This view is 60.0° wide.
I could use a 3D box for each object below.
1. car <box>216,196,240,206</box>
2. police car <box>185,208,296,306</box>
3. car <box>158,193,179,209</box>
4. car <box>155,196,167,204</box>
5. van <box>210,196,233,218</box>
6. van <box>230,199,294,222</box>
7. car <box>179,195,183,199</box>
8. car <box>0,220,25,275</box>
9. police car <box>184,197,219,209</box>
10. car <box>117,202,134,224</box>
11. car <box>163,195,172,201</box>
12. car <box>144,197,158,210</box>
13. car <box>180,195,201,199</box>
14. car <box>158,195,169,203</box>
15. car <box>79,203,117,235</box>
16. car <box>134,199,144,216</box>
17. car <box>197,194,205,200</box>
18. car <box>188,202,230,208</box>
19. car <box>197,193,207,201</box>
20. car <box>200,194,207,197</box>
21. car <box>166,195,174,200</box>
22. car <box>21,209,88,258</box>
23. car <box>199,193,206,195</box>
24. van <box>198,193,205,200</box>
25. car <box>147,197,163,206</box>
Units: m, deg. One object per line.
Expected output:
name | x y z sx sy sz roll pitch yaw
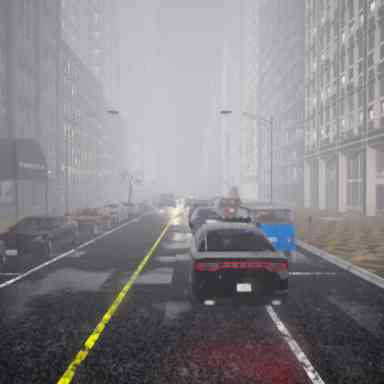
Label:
car | 2.607 1.291 24.142 2.192 1.841 5.009 -1 0 0
police car | 0.875 1.417 8.225 1.930 1.638 5.238 0 0 0
car | -3.195 1.180 43.698 2.150 2.045 5.566 0 0 0
car | -5.893 1.517 63.902 1.802 1.307 4.206 -1 0 0
van | 2.590 1.312 29.826 1.690 1.788 3.998 -1 0 0
van | 2.642 1.328 12.775 1.690 1.788 3.998 -1 0 0
car | -3.286 1.503 93.655 1.895 1.301 4.718 0 0 0
car | -5.719 1.544 7.066 2.008 1.369 4.403 -1 0 0
police car | 0.693 1.400 24.249 1.930 1.638 5.238 0 0 1
car | -5.772 1.527 24.117 2.008 1.369 4.403 -1 0 0
car | -5.944 1.442 80.783 1.752 1.417 4.829 -1 0 0
car | -5.823 1.510 41.167 2.008 1.369 4.403 -1 0 0
car | -0.126 1.502 45.240 2.033 1.411 5.357 0 0 0
car | -5.911 1.369 69.585 1.967 1.590 4.097 -1 0 0
car | -5.754 1.526 18.433 1.887 1.381 4.507 -1 0 0
car | -5.788 1.552 29.800 1.802 1.307 4.206 -1 0 0
car | 2.400 1.344 92.346 1.967 1.590 4.097 -1 0 0
car | 0.845 1.508 18.116 1.812 1.442 4.674 0 0 0
car | 2.433 1.232 80.979 2.192 1.841 5.009 -1 0 0
car | 2.523 1.498 52.560 2.008 1.369 4.403 -1 0 0
car | -5.980 1.470 92.320 1.947 1.339 4.313 -1 0 0
car | -5.736 1.553 12.749 1.947 1.339 4.313 -1 0 0
car | 2.450 1.238 75.295 2.192 1.841 5.009 -1 0 0
van | 2.416 1.252 86.662 1.690 1.788 3.998 -1 0 0
car | -5.858 1.498 52.534 2.008 1.369 4.403 -1 0 0
